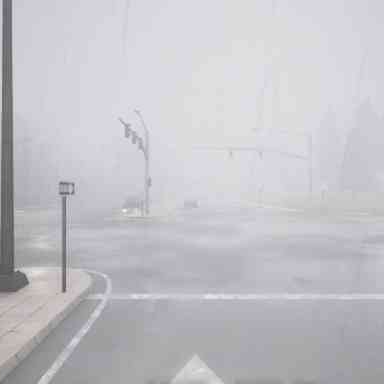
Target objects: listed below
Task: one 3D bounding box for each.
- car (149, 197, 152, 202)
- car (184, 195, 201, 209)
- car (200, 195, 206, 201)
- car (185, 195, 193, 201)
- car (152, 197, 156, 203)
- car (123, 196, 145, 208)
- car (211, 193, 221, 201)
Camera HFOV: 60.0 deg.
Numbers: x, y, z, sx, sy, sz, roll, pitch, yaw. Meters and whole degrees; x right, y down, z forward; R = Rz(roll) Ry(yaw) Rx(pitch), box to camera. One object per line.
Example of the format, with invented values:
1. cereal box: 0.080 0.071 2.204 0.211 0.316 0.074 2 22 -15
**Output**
1. car: -8.429 1.505 57.068 1.837 1.490 4.892 0 0 0
2. car: -0.153 1.526 44.823 1.812 1.442 4.674 0 0 -1
3. car: 2.693 1.524 85.929 1.812 1.442 4.674 0 0 -1
4. car: -0.806 1.500 85.866 1.837 1.490 4.892 0 0 -1
5. car: -8.538 1.601 68.918 1.895 1.301 4.718 0 0 -1
6. car: -8.282 1.352 46.767 2.097 1.767 4.553 0 0 -1
7. car: 6.193 1.225 85.939 2.150 2.045 5.566 0 0 -1
